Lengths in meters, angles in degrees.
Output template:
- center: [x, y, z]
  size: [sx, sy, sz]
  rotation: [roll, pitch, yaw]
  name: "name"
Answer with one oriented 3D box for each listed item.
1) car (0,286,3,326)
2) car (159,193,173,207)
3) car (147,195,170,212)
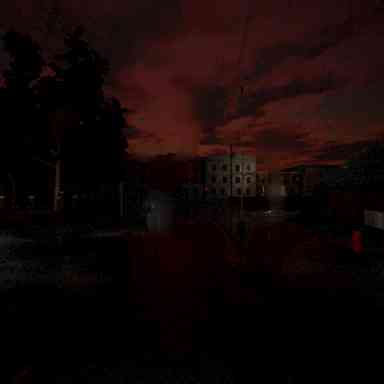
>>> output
- center: [-4.005, 1.352, 3.241]
  size: [2.097, 1.767, 4.553]
  rotation: [0, 0, 1]
  name: "car"
- center: [-4.128, 1.221, 50.009]
  size: [2.150, 2.045, 5.566]
  rotation: [0, 0, 1]
  name: "car"
- center: [-4.147, 1.491, 39.421]
  size: [2.128, 1.511, 4.902]
  rotation: [0, 0, 0]
  name: "car"
